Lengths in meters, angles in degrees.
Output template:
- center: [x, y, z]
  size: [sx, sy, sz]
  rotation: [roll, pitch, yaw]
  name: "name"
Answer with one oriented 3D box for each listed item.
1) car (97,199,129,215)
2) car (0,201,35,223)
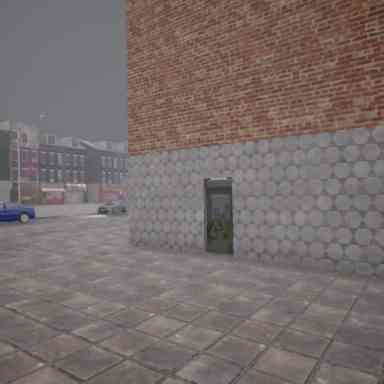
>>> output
- center: [-6.866, 1.398, 31.443]
  size: [1.994, 1.385, 4.181]
  rotation: [-2, 0, 35]
  name: "car"
- center: [-13.220, 1.430, 22.441]
  size: [1.882, 1.535, 5.008]
  rotation: [-2, 0, 35]
  name: "car"
